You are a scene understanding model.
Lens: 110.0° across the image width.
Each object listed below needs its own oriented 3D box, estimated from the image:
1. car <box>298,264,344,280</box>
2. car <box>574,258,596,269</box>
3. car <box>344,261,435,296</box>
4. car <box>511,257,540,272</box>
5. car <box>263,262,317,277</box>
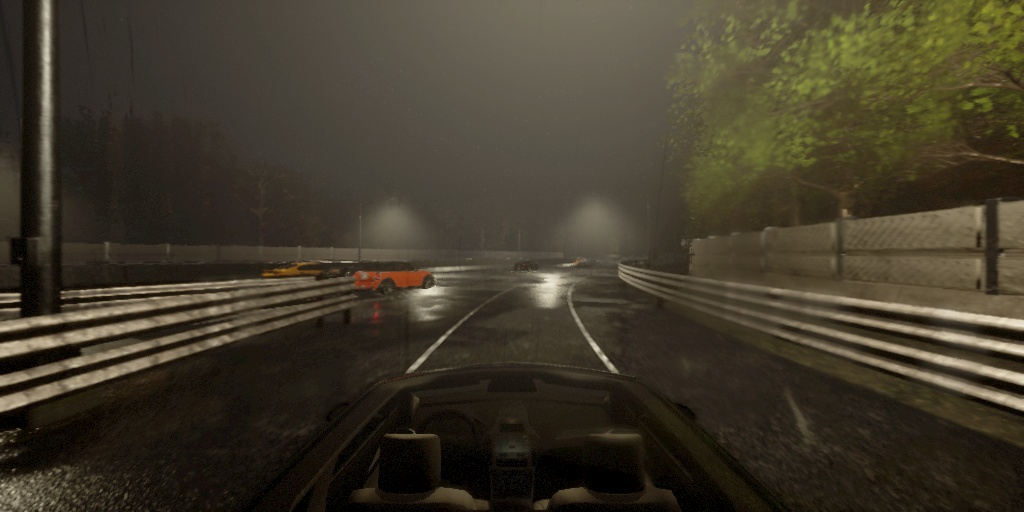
[{"bbox_3d":[-9.392,1.265,20.863,1.895,1.301,4.718,0,0,26],"label":"car"},{"bbox_3d":[11.256,1.217,54.409,1.994,1.385,4.181,0,0,27],"label":"car"},{"bbox_3d":[-6.224,1.040,19.338,2.097,1.767,4.553,1,0,26],"label":"car"},{"bbox_3d":[1.835,1.168,43.424,1.837,1.490,4.892,0,0,27],"label":"car"},{"bbox_3d":[-12.585,1.150,22.295,1.882,1.535,5.008,0,0,26],"label":"car"}]
